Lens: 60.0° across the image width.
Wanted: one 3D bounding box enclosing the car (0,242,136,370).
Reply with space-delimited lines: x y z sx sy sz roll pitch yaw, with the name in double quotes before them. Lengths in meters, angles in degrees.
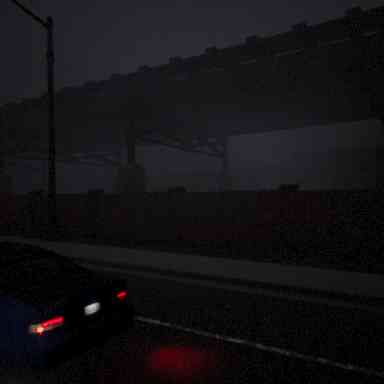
"car" -3.497 1.587 5.570 5.357 1.411 2.033 0 0 29
